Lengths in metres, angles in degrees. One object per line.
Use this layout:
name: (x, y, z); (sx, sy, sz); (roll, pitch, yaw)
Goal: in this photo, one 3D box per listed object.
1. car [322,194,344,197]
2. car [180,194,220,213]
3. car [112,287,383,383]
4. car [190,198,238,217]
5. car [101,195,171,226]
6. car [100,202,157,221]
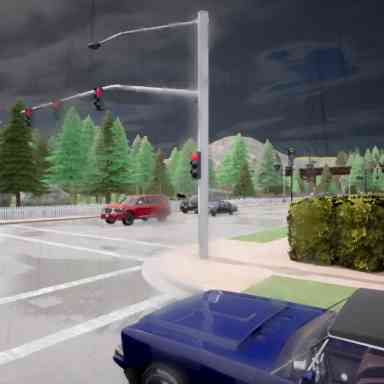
car: (16.508, 1.221, 38.393); (2.150, 2.045, 5.566); (0, 0, 38)
car: (1.079, 1.221, 36.119); (2.150, 2.045, 5.566); (0, 0, 39)
car: (1.502, 1.601, 2.894); (4.718, 1.301, 1.895); (0, 0, 36)
car: (2.457, 1.547, 32.232); (2.033, 1.411, 5.357); (0, 0, 38)
car: (-3.911, 1.221, 24.203); (2.150, 2.045, 5.566); (0, 0, 38)
car: (-5.258, 1.601, 28.138); (1.895, 1.301, 4.718); (0, 0, 38)
